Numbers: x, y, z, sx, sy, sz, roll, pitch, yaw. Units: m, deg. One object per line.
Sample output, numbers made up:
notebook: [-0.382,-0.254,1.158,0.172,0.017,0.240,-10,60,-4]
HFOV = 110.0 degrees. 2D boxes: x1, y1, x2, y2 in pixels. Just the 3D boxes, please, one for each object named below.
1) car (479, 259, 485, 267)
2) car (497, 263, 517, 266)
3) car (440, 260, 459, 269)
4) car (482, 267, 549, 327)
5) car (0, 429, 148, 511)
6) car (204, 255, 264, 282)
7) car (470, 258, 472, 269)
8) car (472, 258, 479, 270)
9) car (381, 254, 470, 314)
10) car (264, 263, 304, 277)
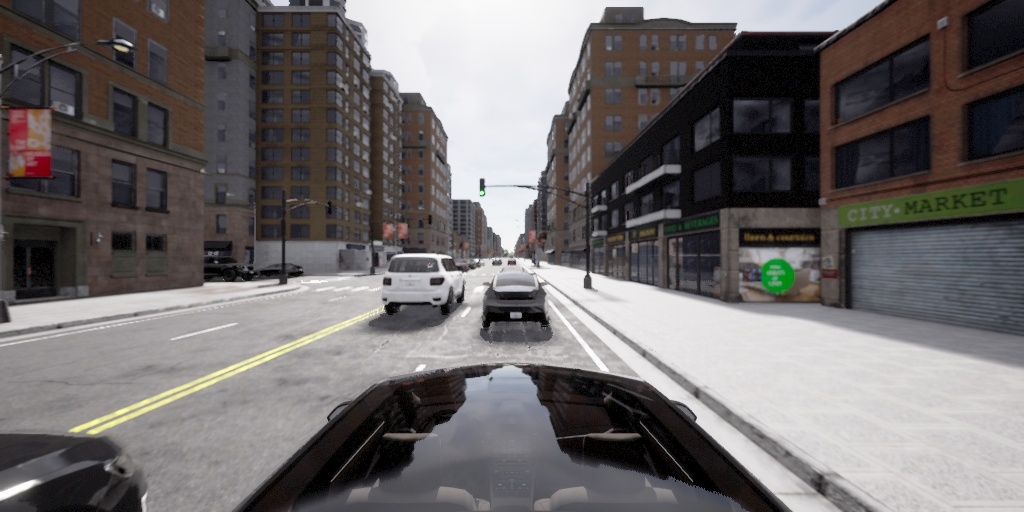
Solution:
car: [-6.529,1.246,62.672,2.128,1.511,4.902,0,0,1]
car: [0.078,1.346,23.664,1.895,1.301,4.718,0,0,0]
car: [-9.823,1.301,56.653,2.033,1.411,5.357,0,0,0]
car: [0.101,1.253,11.547,1.837,1.490,4.892,0,0,0]
car: [-3.148,1.254,0.143,1.837,1.490,4.892,0,0,0]
car: [-23.491,0.962,28.601,5.566,2.045,2.150,0,0,0]
car: [-6.602,1.101,44.540,2.097,1.767,4.553,0,0,0]
car: [-6.589,1.104,53.413,2.097,1.767,4.553,0,0,0]
car: [-3.146,0.967,13.749,2.150,2.045,5.566,0,0,0]
car: [-22.153,1.332,34.076,4.313,1.339,1.948,0,0,0]
